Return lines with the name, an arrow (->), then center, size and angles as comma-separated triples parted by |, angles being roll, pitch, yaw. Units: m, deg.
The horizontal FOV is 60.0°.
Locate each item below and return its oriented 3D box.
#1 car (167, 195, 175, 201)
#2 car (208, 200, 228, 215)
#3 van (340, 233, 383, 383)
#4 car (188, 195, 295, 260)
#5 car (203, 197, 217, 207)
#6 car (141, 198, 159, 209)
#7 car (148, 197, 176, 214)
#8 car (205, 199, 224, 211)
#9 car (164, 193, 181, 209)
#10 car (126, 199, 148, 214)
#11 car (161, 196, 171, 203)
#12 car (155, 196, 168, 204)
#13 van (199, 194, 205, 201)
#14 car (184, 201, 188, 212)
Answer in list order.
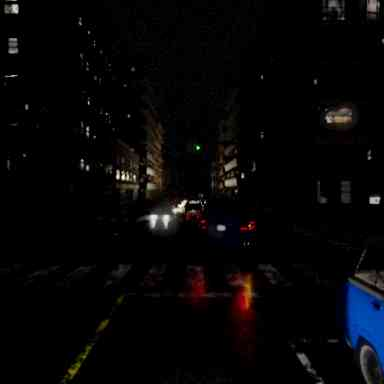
car -> -5.682, 1.558, 90.025 | 1.752, 1.417, 4.829 | 0, 0, 0
car -> 2.690, 1.582, 34.946 | 1.802, 1.307, 4.206 | 0, 0, 0
van -> 2.683, 1.341, 2.552 | 1.690, 1.788, 3.998 | 0, 0, 0
car -> 2.265, 1.221, 12.891 | 2.150, 2.045, 5.566 | -1, 0, 30
car -> 2.693, 1.551, 51.516 | 1.887, 1.381, 4.507 | 0, 0, 0
car -> -5.689, 1.570, 46.007 | 1.947, 1.339, 4.313 | 0, 0, 0
car -> -3.085, 1.564, 34.534 | 1.994, 1.385, 4.181 | 0, 0, 0
car -> 2.691, 1.568, 40.470 | 1.947, 1.339, 4.313 | 0, 0, 0
car -> -3.064, 1.226, 47.017 | 2.150, 2.045, 5.566 | 0, 0, 1
car -> -5.691, 1.566, 34.960 | 1.947, 1.339, 4.313 | 0, 0, 0
car -> -5.684, 1.601, 73.624 | 1.802, 1.307, 4.206 | 0, 0, 0
car -> -5.686, 1.557, 62.577 | 1.887, 1.381, 4.507 | 0, 0, 0
van -> 2.697, 1.374, 90.181 | 1.690, 1.788, 3.998 | -1, 0, 0
car -> 0.107, 1.602, 38.349 | 1.895, 1.301, 4.718 | 0, 0, 0
